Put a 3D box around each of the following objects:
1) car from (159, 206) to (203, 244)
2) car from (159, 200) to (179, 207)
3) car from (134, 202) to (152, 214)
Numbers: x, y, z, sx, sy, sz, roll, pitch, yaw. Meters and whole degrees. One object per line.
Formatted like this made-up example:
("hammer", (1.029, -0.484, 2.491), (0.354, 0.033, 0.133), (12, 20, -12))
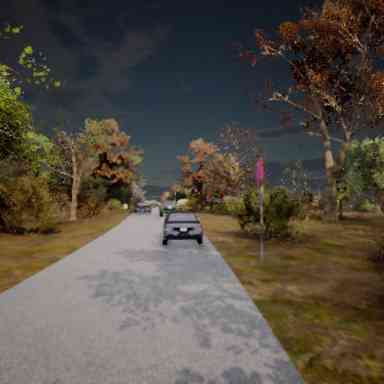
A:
("car", (-0.528, 1.633, 16.415), (2.033, 1.411, 5.357), (0, -1, -4))
("car", (-2.541, 1.689, 36.700), (2.097, 1.767, 4.553), (0, -1, -7))
("car", (-5.877, 1.949, 39.965), (1.994, 1.385, 4.181), (0, -1, -7))
